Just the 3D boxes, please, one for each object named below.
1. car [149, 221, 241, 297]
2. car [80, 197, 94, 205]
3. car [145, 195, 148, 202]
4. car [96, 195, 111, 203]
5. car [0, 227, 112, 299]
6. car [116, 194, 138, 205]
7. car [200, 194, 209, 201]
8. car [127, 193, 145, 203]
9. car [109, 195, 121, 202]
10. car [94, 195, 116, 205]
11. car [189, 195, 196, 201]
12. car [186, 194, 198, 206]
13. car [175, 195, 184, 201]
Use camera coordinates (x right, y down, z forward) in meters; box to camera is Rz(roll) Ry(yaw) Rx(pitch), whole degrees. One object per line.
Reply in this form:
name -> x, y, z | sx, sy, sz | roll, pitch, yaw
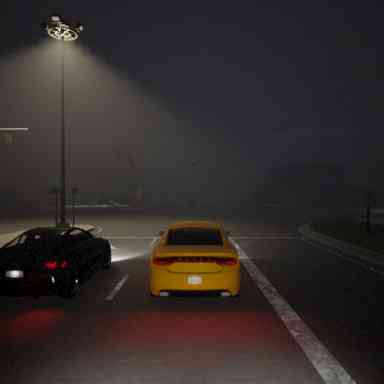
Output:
car -> 0.070, 1.477, 8.610 | 1.882, 1.535, 5.008 | 0, 0, 0
car -> -18.526, 1.598, 59.693 | 1.895, 1.301, 4.718 | 0, 0, 0
car -> -11.454, 1.497, 78.208 | 1.837, 1.490, 4.892 | 0, 0, 0
car -> -18.459, 1.497, 69.843 | 1.837, 1.490, 4.892 | 0, 0, 0
car -> -3.431, 1.564, 8.478 | 1.994, 1.385, 4.181 | 0, 0, 0
car -> -11.540, 1.545, 58.915 | 2.033, 1.411, 5.357 | 0, 0, 0
car -> 3.551, 1.585, 87.461 | 1.895, 1.301, 4.718 | 0, 0, 0
car -> -11.465, 1.349, 68.033 | 2.097, 1.767, 4.553 | 0, 0, 0
car -> -18.453, 1.497, 80.023 | 1.837, 1.490, 4.892 | 0, 0, 0
car -> -15.043, 1.562, 57.713 | 1.994, 1.385, 4.181 | 0, 0, 0
car -> 0.051, 1.488, 87.017 | 1.837, 1.490, 4.892 | 0, 0, 0
car -> 0.033, 1.523, 56.406 | 1.812, 1.442, 4.674 | 0, 0, 0
car -> -3.449, 1.514, 87.435 | 1.812, 1.442, 4.674 | 0, 0, 0
